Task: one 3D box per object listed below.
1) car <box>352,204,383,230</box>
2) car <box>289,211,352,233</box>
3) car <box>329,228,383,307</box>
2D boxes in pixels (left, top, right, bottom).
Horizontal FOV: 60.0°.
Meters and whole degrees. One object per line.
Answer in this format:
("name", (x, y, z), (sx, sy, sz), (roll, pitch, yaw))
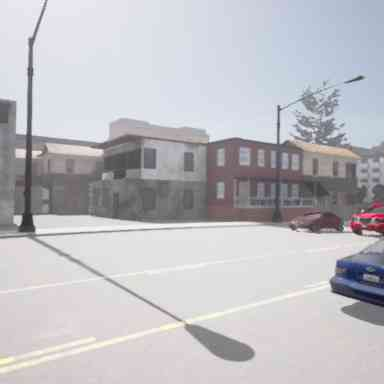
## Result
("car", (12.585, 1.815, 21.557), (5.566, 2.045, 2.150), (3, -2, -35))
("car", (8.778, 2.029, 23.141), (4.674, 1.442, 1.812), (3, -2, -35))
("car", (5.316, 1.677, 7.535), (5.357, 1.411, 2.033), (2, -1, -35))
